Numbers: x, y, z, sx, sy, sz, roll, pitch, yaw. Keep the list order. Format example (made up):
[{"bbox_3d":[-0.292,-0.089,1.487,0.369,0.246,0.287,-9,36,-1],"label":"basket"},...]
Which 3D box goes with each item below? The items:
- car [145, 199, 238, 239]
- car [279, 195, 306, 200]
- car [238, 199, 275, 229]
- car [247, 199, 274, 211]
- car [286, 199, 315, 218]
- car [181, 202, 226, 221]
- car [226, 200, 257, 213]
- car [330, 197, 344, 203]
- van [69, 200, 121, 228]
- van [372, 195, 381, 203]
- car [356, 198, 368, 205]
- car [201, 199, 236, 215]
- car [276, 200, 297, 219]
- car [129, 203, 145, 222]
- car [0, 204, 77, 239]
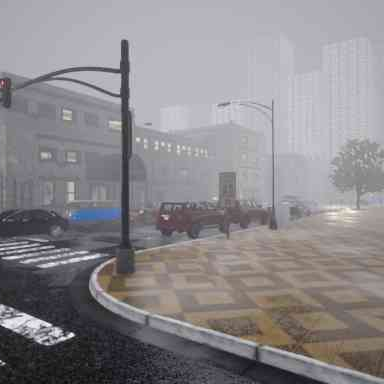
[{"bbox_3d":[0.169,1.350,17.779,2.192,1.841,5.009,-1,-1,35],"label":"car"},{"bbox_3d":[13.735,1.399,46.766,2.150,2.045,5.566,0,-1,36],"label":"car"},{"bbox_3d":[3.365,1.368,22.284,2.192,1.841,5.009,-1,-1,35],"label":"car"},{"bbox_3d":[9.318,1.722,45.150,2.008,1.369,4.403,-1,-1,35],"label":"car"},{"bbox_3d":[9.760,1.657,31.292,1.947,1.339,4.313,-1,-1,35],"label":"car"},{"bbox_3d":[1.103,1.658,29.091,1.994,1.385,4.181,0,0,35],"label":"car"},{"bbox_3d":[6.120,1.701,40.644,2.008,1.369,4.403,-1,-1,35],"label":"car"},{"bbox_3d":[34.892,1.915,81.191,2.008,1.369,4.403,-1,-1,35],"label":"car"},{"bbox_3d":[-6.667,1.414,22.626,1.690,1.788,3.998,-1,0,35],"label":"van"},{"bbox_3d":[44.923,1.693,80.851,1.690,1.788,3.998,-1,-1,35],"label":"van"},{"bbox_3d":[32.137,1.801,62.828,2.008,1.369,4.403,-1,-1,35],"label":"car"},{"bbox_3d":[2.924,1.570,36.141,1.967,1.590,4.097,-1,-1,35],"label":"car"},{"bbox_3d":[6.563,1.616,26.787,1.887,1.381,4.507,-1,-1,35],"label":"car"},{"bbox_3d":[-3.470,1.531,27.130,1.967,1.590,4.097,-1,-1,35],"label":"car"},{"bbox_3d":[-8.452,1.548,16.259,1.837,1.490,4.892,0,0,40],"label":"car"}]
